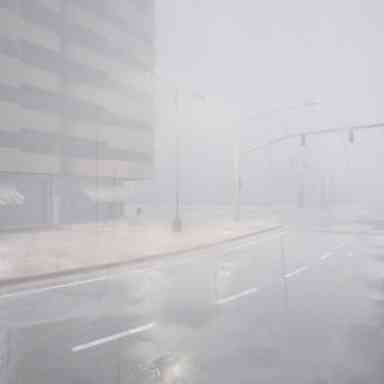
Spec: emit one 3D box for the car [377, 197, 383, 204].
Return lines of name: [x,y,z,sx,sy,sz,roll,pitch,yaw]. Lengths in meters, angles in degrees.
car: [39.122,1.726,67.964,1.994,1.385,4.181,0,0,33]
